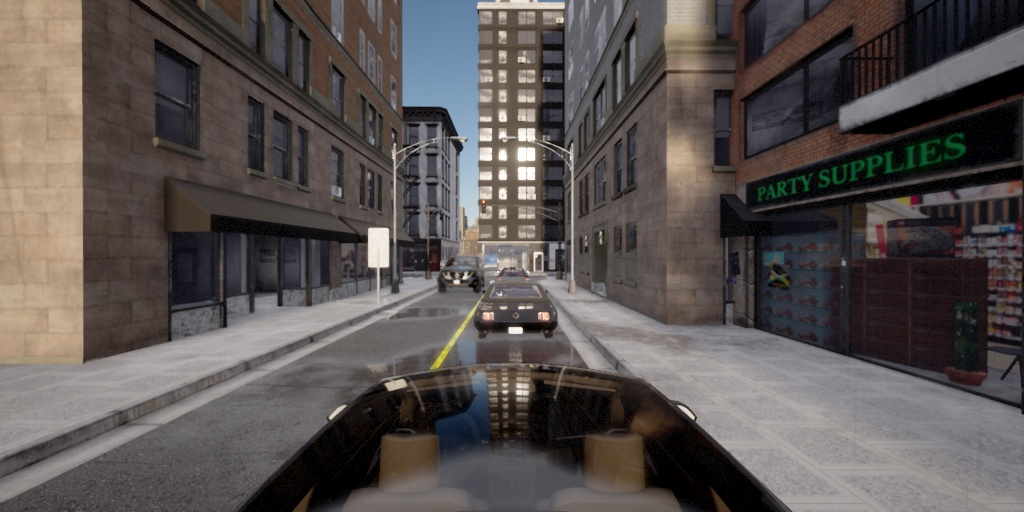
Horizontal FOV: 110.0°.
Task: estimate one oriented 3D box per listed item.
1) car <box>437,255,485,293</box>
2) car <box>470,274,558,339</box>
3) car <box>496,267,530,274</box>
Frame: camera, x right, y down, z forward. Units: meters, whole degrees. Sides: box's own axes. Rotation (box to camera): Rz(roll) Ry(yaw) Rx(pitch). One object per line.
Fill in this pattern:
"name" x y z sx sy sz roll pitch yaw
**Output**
"car" -2.775 0.963 20.787 2.150 2.045 5.566 0 0 0
"car" 0.088 1.347 10.064 1.895 1.301 4.718 0 0 0
"car" 0.066 1.305 20.032 1.994 1.385 4.181 0 0 0
